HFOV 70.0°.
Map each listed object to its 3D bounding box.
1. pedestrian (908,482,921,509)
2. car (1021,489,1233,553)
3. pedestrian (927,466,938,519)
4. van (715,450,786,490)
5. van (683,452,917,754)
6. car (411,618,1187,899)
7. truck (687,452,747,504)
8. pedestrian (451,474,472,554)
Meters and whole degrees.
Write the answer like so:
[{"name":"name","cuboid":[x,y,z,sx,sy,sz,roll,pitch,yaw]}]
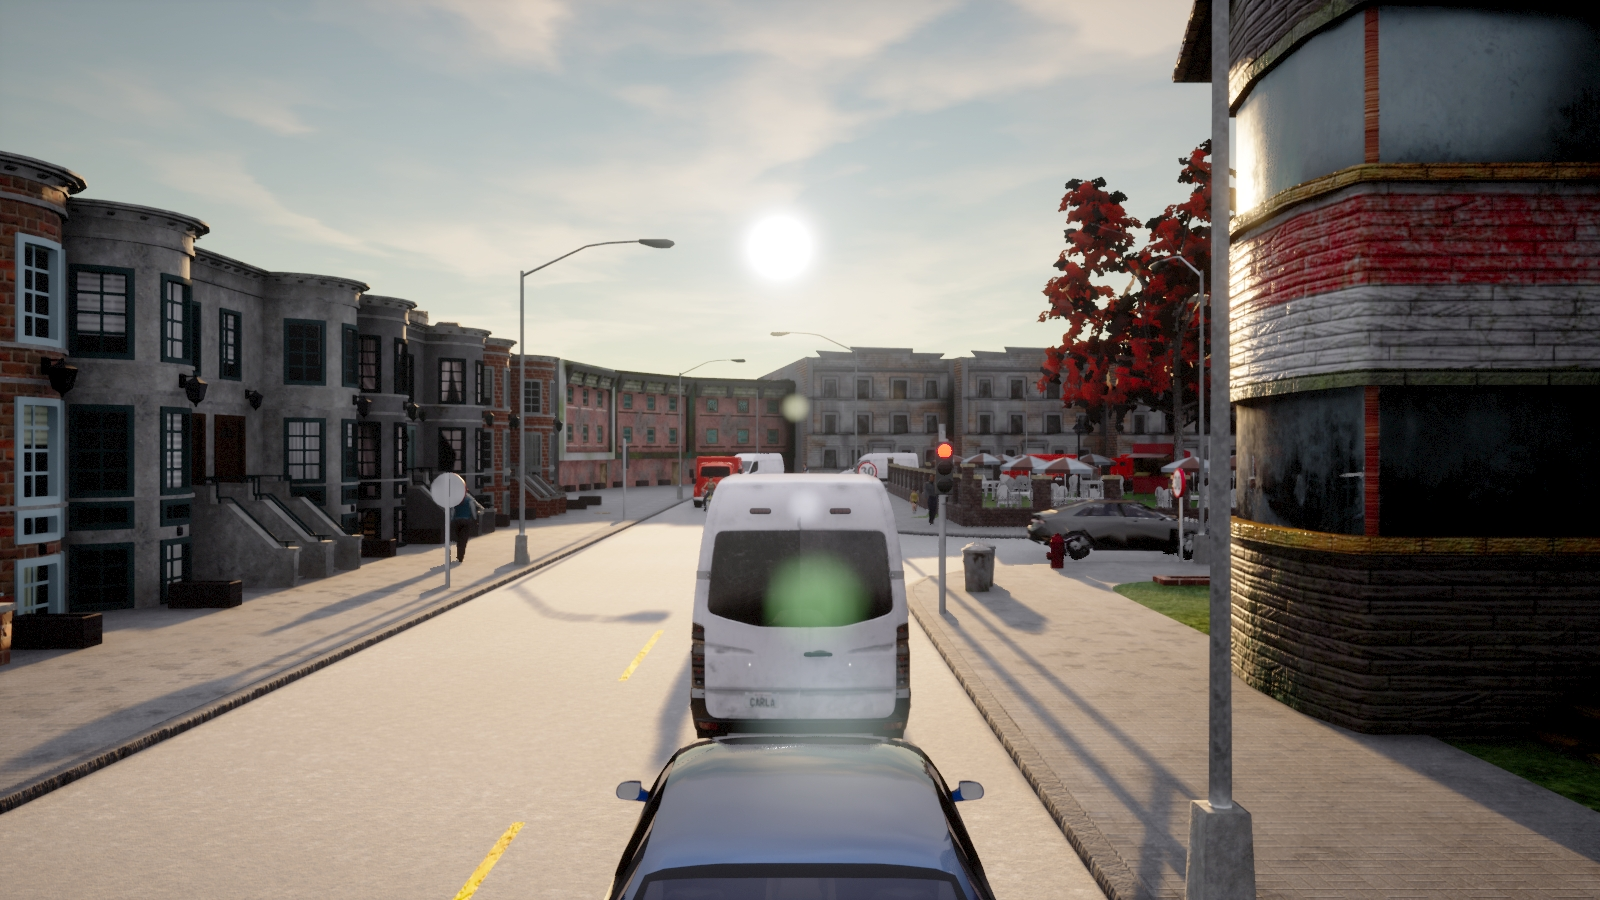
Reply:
[{"name":"pedestrian","cuboid":[4.766,1.878,47.628,0.500,1.100,0.500,0,0,0]},{"name":"car","cuboid":[8.378,1.815,29.652,4.902,1.511,2.128,0,0,2]},{"name":"pedestrian","cuboid":[4.687,1.500,40.391,0.375,1.860,0.375,0,0,4]},{"name":"van","cuboid":[-3.216,1.286,76.032,1.988,2.561,5.915,0,0,28]},{"name":"van","cuboid":[-0.004,1.309,12.695,1.988,2.561,5.915,0,0,0]},{"name":"car","cuboid":[-0.003,1.883,5.315,2.033,1.411,5.357,0,0,0]},{"name":"truck","cuboid":[-4.032,1.326,56.586,2.627,2.467,5.204,0,0,0]},{"name":"pedestrian","cuboid":[-8.012,1.513,27.052,0.375,1.860,0.375,0,0,1]}]
